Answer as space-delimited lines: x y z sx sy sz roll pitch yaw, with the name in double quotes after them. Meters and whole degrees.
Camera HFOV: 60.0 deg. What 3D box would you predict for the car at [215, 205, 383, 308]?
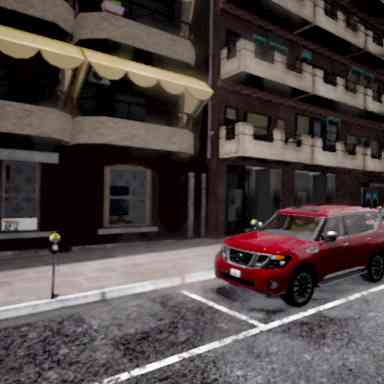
2.929 1.305 8.157 5.009 1.841 2.192 0 1 -35 "car"
